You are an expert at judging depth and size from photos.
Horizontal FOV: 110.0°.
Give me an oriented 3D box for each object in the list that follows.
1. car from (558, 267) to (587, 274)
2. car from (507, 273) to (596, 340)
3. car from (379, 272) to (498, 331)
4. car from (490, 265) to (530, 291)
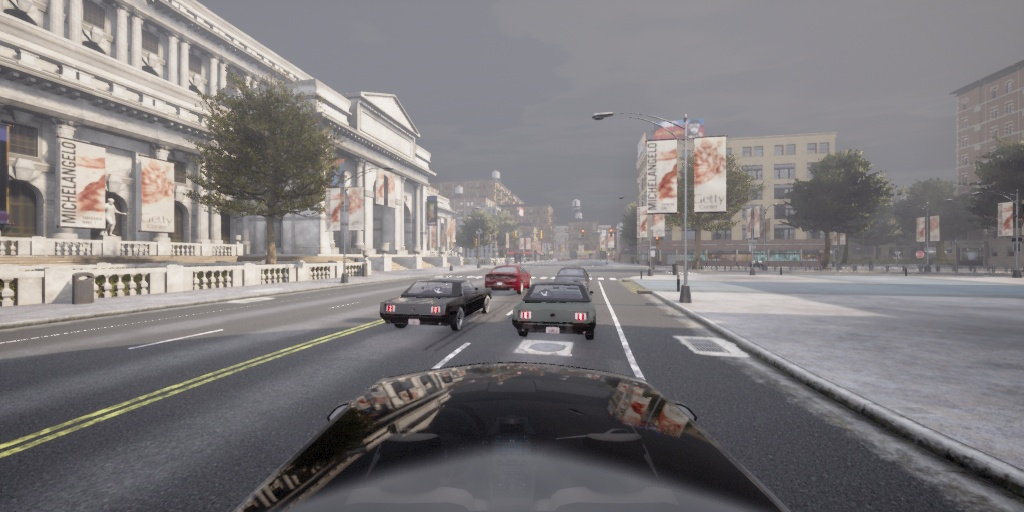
[{"bbox_3d":[3.279,1.297,19.436,2.033,1.411,5.357,0,0,12],"label":"car"},{"bbox_3d":[1.335,1.351,10.088,1.895,1.301,4.718,0,0,11],"label":"car"},{"bbox_3d":[-2.009,1.351,11.102,1.895,1.301,4.718,0,0,11],"label":"car"},{"bbox_3d":[-0.114,1.228,20.251,1.882,1.535,5.008,0,0,12],"label":"car"}]
